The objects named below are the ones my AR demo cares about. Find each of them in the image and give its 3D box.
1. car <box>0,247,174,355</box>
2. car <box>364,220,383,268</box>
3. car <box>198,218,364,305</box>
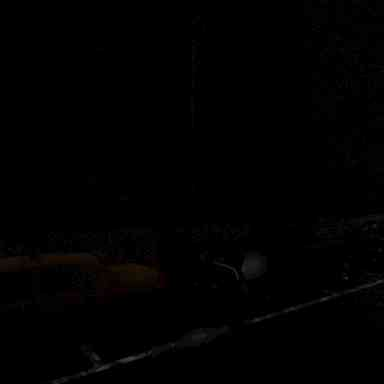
[{"bbox_3d":[-2.589,1.530,4.798,4.829,1.417,1.752,1,0,-36],"label":"car"},{"bbox_3d":[6.663,1.637,11.412,4.507,1.381,1.887,1,0,-36],"label":"car"},{"bbox_3d":[2.107,1.489,8.154,4.097,1.590,1.967,1,0,-36],"label":"car"}]
